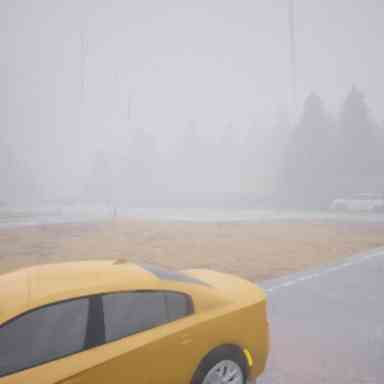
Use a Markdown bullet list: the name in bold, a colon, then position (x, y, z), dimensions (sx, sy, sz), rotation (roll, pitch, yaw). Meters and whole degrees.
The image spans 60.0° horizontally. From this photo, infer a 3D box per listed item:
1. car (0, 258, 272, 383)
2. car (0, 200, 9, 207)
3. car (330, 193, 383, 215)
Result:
- **car**: position (-1.423, 1.483, 3.080), dimensions (5.008, 1.535, 1.882), rotation (-1, 0, -36)
- **car**: position (-31.115, 1.687, 52.104), dimensions (1.994, 1.381, 4.181), rotation (0, 0, 33)
- **car**: position (16.491, 1.125, 32.379), dimensions (5.566, 2.045, 2.150), rotation (0, 0, 30)
